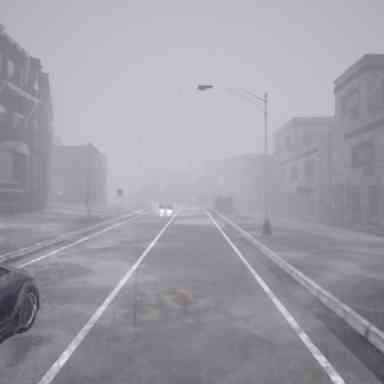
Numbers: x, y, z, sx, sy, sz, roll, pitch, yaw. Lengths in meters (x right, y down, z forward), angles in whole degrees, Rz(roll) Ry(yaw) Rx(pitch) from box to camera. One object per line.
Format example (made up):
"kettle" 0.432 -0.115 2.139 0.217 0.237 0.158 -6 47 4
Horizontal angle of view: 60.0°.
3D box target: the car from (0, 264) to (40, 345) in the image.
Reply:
"car" -3.599 1.579 4.026 1.994 1.385 4.181 0 0 0

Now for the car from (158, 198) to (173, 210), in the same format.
"car" -3.658 1.666 47.074 2.128 1.511 4.902 0 0 -1
